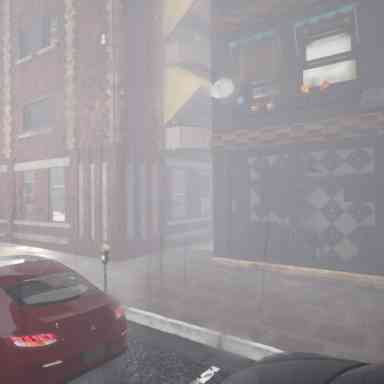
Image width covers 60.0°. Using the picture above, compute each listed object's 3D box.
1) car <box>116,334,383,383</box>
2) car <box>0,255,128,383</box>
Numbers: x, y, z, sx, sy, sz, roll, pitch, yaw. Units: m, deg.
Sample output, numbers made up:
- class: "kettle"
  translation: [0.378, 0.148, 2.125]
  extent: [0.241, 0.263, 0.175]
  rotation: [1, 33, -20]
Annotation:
- class: "car"
  translation: [1.881, 1.566, 1.507]
  extent: [4.313, 1.339, 1.947]
  rotation: [0, -1, 35]
- class: "car"
  translation: [-2.730, 1.583, 4.783]
  extent: [4.206, 1.307, 1.802]
  rotation: [0, -1, 35]
